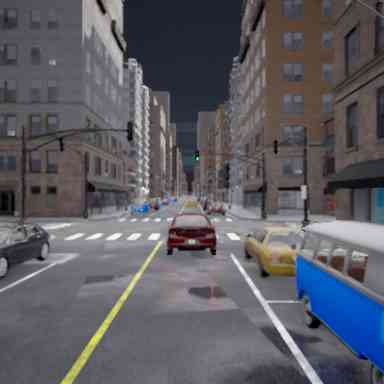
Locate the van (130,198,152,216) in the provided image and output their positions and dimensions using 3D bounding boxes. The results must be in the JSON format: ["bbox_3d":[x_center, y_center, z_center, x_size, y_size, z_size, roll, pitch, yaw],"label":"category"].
[{"bbox_3d":[-5.862,1.701,37.385,1.690,1.788,3.998,0,-1,0],"label":"van"}]

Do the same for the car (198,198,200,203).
[{"bbox_3d":[2.662,2.110,59.741,2.008,1.369,4.403,0,0,0],"label":"car"}]

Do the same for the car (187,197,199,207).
[{"bbox_3d":[0.014,2.082,65.292,1.882,1.535,5.008,0,0,0],"label":"car"}]

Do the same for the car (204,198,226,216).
[{"bbox_3d":[2.664,1.800,37.402,1.967,1.590,4.097,0,-1,0],"label":"car"}]

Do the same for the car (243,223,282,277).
[{"bbox_3d":[2.667,1.627,10.377,1.752,1.417,4.829,0,-1,0],"label":"car"}]

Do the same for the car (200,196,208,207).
[{"bbox_3d":[2.663,1.778,48.573,2.192,1.841,5.009,0,-1,0],"label":"car"}]

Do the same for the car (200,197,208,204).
[{"bbox_3d":[3.102,2.126,87.195,2.097,1.767,4.553,0,0,0],"label":"car"}]

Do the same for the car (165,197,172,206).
[{"bbox_3d":[-5.865,2.194,70.899,1.887,1.381,4.507,0,0,0],"label":"car"}]

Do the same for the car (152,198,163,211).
[{"bbox_3d":[-5.863,1.778,48.557,2.192,1.841,5.009,0,-1,0],"label":"car"}]

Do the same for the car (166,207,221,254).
[{"bbox_3d":[-0.041,1.616,14.170,1.882,1.535,5.008,0,0,-1],"label":"car"}]

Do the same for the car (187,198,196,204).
[{"bbox_3d":[-0.010,2.079,78.400,2.033,1.411,5.357,0,0,0],"label":"car"}]

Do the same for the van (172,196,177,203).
[{"bbox_3d":[-5.868,2.160,93.244,1.690,1.788,3.998,0,0,0],"label":"van"}]

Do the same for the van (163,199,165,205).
[{"bbox_3d":[-5.863,1.854,54.142,1.690,1.788,3.998,0,-1,0],"label":"van"}]

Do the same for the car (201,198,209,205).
[{"bbox_3d":[3.135,2.225,80.224,1.837,1.490,4.892,0,0,0],"label":"car"}]

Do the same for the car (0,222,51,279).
[{"bbox_3d":[-5.858,1.651,10.188,2.008,1.369,4.403,0,-1,0],"label":"car"}]

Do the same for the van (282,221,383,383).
[{"bbox_3d":[2.668,1.387,4.540,1.690,1.788,3.998,0,-1,0],"label":"van"}]
